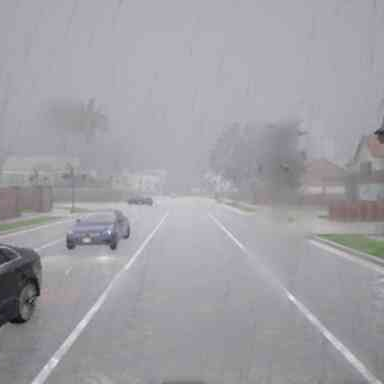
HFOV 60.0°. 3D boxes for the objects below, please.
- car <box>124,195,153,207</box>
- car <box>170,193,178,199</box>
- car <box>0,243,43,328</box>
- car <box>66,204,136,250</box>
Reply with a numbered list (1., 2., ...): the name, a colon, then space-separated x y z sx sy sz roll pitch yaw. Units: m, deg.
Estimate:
1. car: -7.504 1.246 46.502 4.892 1.490 1.837 0 -1 42
2. car: -5.096 1.119 94.468 1.812 1.442 4.674 0 0 -1
3. car: -3.652 1.473 4.247 2.128 1.511 4.902 0 0 -1
4. car: -3.805 1.463 14.245 1.812 1.442 4.674 0 0 -1
